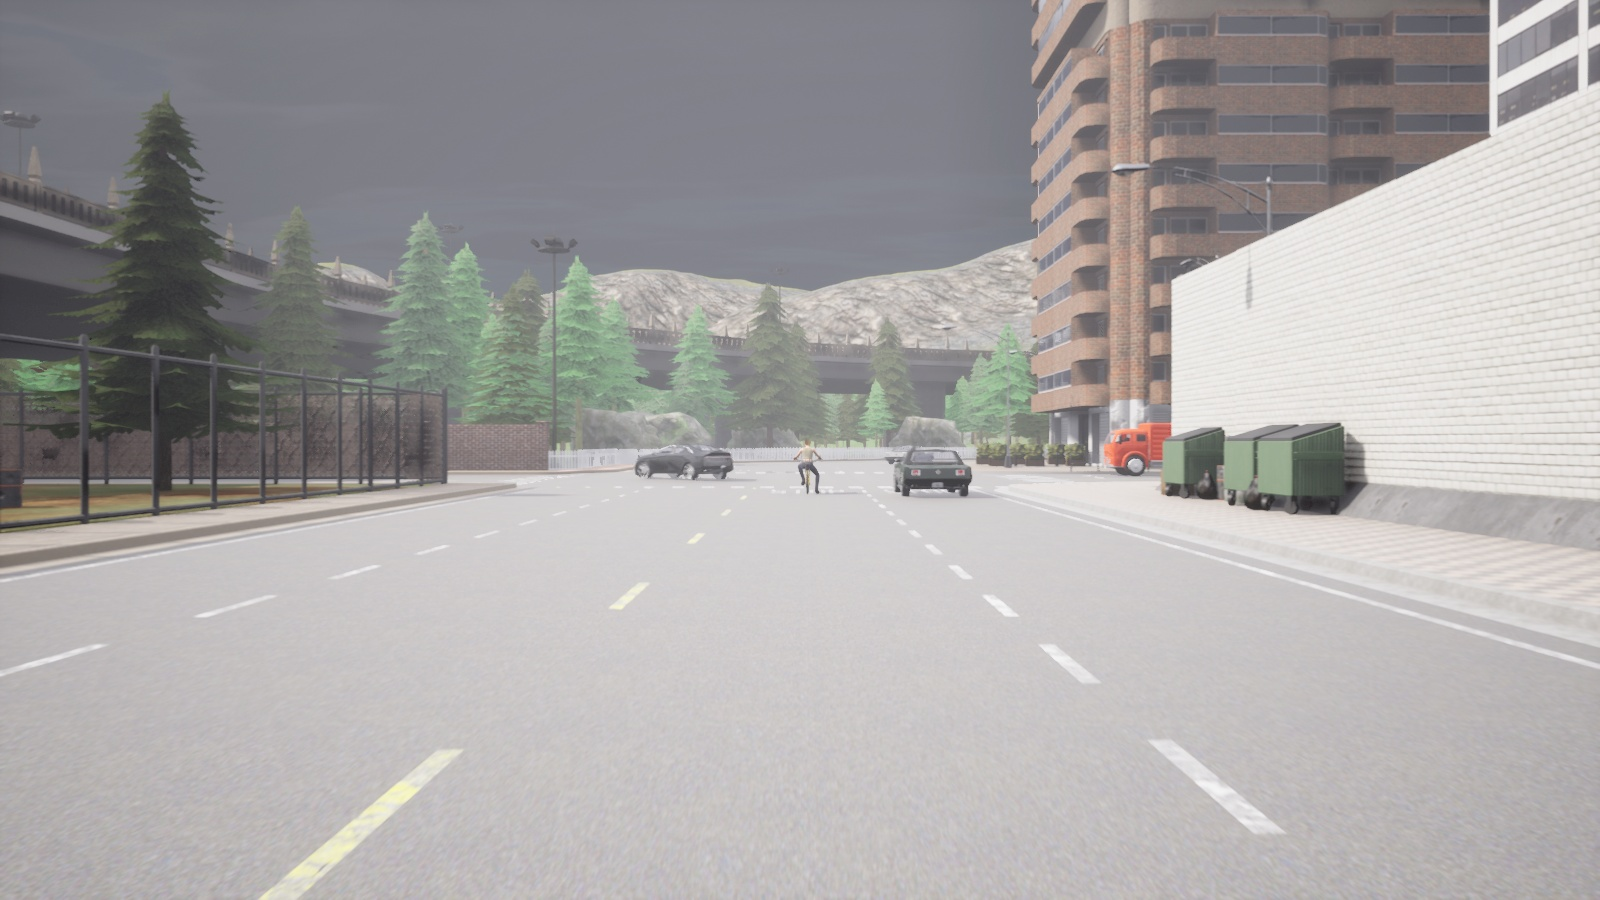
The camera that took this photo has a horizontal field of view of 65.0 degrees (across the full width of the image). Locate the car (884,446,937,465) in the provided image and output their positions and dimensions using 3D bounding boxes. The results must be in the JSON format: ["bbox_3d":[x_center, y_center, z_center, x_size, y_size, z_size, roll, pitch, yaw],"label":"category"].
[{"bbox_3d":[7.695,0.363,86.999,1.895,1.301,4.718,0,0,29],"label":"car"}]

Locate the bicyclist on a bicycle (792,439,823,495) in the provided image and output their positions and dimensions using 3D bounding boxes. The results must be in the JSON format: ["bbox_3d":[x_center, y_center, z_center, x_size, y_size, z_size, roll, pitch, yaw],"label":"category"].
[{"bbox_3d":[0.222,0.477,36.653,0.866,1.612,1.509,0,0,1],"label":"bicyclist on a bicycle"}]

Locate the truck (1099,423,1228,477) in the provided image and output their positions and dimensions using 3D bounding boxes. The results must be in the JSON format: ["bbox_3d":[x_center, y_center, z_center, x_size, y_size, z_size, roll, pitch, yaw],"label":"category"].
[{"bbox_3d":[16.776,0.001,58.189,5.204,2.467,2.627,0,0,0],"label":"truck"}]

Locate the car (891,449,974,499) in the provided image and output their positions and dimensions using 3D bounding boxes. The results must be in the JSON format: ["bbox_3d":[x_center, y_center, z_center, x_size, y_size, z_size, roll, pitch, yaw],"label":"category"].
[{"bbox_3d":[3.718,0.648,35.852,1.895,1.301,4.718,0,0,0],"label":"car"}]

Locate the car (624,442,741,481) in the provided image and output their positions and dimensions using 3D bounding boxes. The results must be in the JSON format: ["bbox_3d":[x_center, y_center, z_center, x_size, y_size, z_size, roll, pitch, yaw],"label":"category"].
[{"bbox_3d":[-4.936,0.434,52.205,4.902,1.511,2.128,1,1,43],"label":"car"}]
